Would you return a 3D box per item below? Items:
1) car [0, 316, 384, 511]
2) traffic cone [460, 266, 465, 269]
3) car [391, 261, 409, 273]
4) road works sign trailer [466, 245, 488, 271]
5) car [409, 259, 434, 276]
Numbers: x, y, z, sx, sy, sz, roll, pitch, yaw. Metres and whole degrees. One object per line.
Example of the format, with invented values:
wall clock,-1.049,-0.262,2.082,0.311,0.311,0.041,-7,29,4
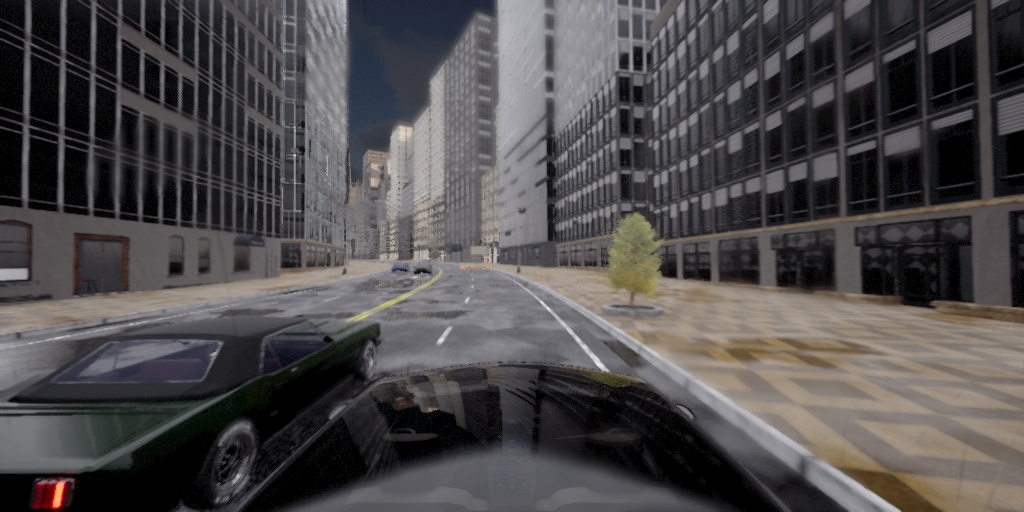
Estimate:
car,-3.191,1.373,4.290,1.895,1.301,4.718,0,0,-1
traffic cone,-7.409,1.757,55.496,0.340,0.580,0.340,0,0,-12
car,-13.894,1.366,45.130,2.033,1.411,5.357,0,0,-10
road works sign trailer,-4.554,0.252,48.959,2.380,3.560,2.880,0,0,-12
car,-9.531,1.350,38.952,2.033,1.411,5.357,0,0,-9
